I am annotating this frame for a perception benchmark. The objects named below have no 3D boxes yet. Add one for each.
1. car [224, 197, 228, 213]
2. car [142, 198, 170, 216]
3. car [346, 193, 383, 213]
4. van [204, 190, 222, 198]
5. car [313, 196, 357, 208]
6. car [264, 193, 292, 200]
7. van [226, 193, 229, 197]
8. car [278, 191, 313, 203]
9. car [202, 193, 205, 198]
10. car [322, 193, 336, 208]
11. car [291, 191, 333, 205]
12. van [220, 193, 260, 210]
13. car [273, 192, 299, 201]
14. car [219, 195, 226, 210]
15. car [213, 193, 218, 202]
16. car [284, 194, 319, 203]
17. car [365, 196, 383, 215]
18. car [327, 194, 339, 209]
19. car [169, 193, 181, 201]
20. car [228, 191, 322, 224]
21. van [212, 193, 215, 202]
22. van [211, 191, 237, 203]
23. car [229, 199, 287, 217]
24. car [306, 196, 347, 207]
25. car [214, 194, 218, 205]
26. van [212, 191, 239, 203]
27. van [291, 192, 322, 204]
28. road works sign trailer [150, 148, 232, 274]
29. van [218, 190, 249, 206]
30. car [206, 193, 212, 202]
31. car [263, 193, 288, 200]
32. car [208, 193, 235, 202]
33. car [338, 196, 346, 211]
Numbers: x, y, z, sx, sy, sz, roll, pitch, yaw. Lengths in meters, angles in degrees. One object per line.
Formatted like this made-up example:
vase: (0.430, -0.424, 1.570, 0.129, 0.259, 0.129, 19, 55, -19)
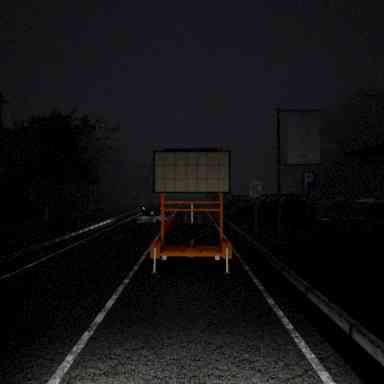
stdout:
car: (5.485, 1.375, 26.075, 5.366, 1.575, 1.946, 0, 0, 0)
car: (-3.422, 1.459, 30.719, 1.895, 1.301, 4.718, 0, 0, 0)
car: (18.697, 1.095, 32.516, 5.566, 2.045, 2.435, 0, 0, 0)
van: (5.334, 0.540, 84.947, 4.442, 1.987, 1.878, 0, 1, 0)
car: (18.655, 1.308, 43.619, 4.792, 1.488, 2.163, 0, 1, 0)
car: (18.396, 0.938, 71.381, 5.366, 1.575, 1.946, 0, 1, 0)
van: (5.766, 1.124, 31.681, 4.442, 1.987, 1.878, 0, 0, 0)
car: (18.651, 0.833, 60.276, 5.566, 2.045, 2.435, 0, 1, 0)
car: (5.475, 0.694, 70.931, 5.566, 2.045, 2.435, 0, 1, 0)
car: (18.879, 1.294, 40.847, 5.366, 1.575, 1.946, 0, 0, 0)
car: (18.682, 0.940, 51.950, 5.566, 2.045, 2.435, 0, 1, 0)
van: (5.735, 1.076, 40.093, 4.442, 1.987, 1.878, 0, 0, 0)
car: (18.633, 0.887, 65.830, 4.553, 1.767, 2.185, 0, 1, 0)
car: (5.634, 1.335, 34.485, 5.008, 1.535, 2.097, 0, 0, 0)
car: (5.594, 1.297, 45.705, 4.674, 1.452, 2.002, 0, 1, 0)
car: (18.819, 1.117, 57.504, 5.366, 1.575, 1.946, 0, 1, 0)
car: (18.741, 1.360, 29.742, 5.008, 1.535, 2.097, 0, 0, 0)
car: (18.700, 1.316, 38.070, 5.008, 1.535, 2.097, 0, 0, 0)
car: (-3.408, 0.737, 66.981, 2.150, 2.045, 5.566, 0, 1, 0)
car: (5.652, 1.140, 23.270, 5.566, 2.045, 2.435, 0, 0, 0)
van: (5.693, 0.972, 51.313, 4.442, 1.987, 1.878, 0, 1, 0)
van: (5.662, 0.864, 59.720, 4.442, 1.987, 1.878, 0, 1, 0)
car: (5.662, 1.404, 28.879, 4.674, 1.452, 2.002, 0, 0, 0)
car: (18.703, 1.280, 46.402, 4.792, 1.488, 2.163, 0, 1, 0)
car: (5.637, 1.312, 42.897, 4.792, 1.488, 2.163, 0, 0, 0)
van: (5.672, 0.900, 56.917, 4.442, 1.987, 1.878, 0, 1, 0)
van: (18.760, 0.930, 54.727, 4.442, 1.987, 1.878, 0, 1, 0)
road works sign trailer: (0.002, 0.435, 10.495, 2.380, 3.560, 2.880, 0, 0, 2)
van: (5.512, 1.095, 37.290, 4.442, 1.987, 1.878, 0, 0, 0)
car: (5.538, 0.911, 54.112, 5.566, 2.045, 2.435, 0, 1, 0)
car: (18.577, 0.907, 74.158, 4.892, 1.521, 2.231, 0, 1, 0)
car: (5.528, 1.055, 62.526, 4.892, 1.521, 2.231, 0, 1, 0)
car: (18.710, 1.334, 35.292, 4.892, 1.521, 2.231, 0, 0, 0)
